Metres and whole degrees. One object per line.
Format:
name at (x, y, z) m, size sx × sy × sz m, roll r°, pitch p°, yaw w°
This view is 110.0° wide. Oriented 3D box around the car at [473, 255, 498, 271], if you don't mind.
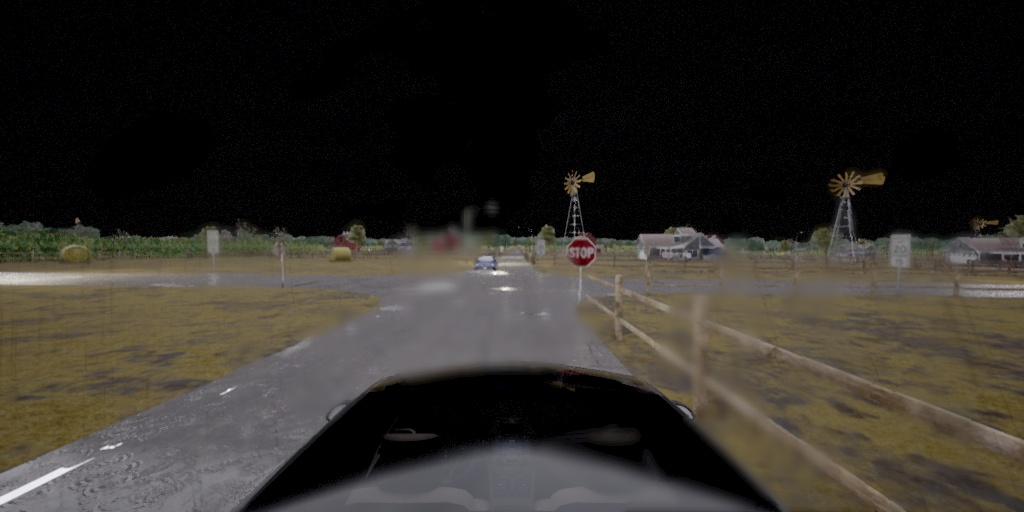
car at (-2.342, 0.673, 33.469) m, size 1.812 × 1.442 × 4.674 m, roll 0°, pitch 2°, yaw 1°
